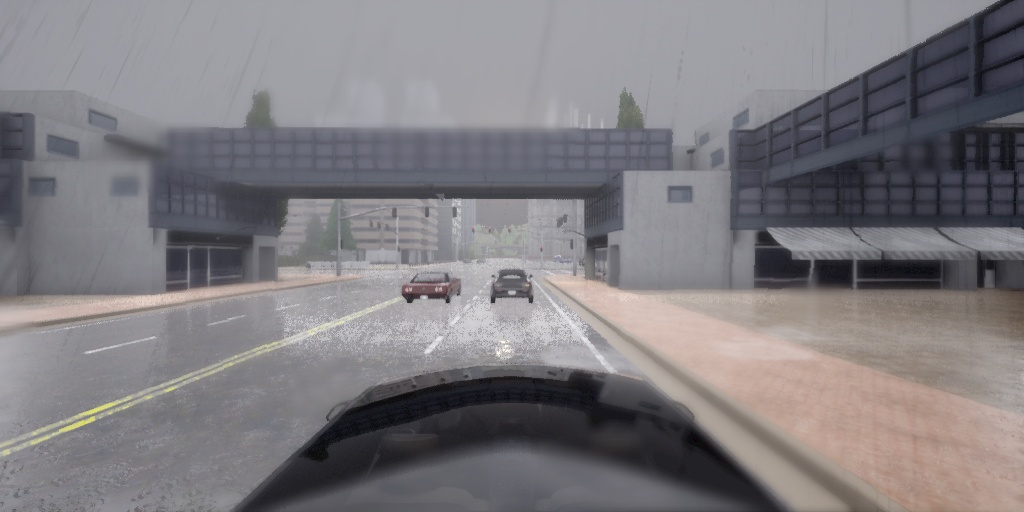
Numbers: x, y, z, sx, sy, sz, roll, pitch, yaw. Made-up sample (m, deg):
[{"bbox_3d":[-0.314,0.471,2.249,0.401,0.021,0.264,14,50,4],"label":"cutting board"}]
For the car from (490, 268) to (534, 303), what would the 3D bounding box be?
[{"bbox_3d":[0.000,1.282,16.500,1.812,1.442,4.674,0,0,0],"label":"car"}]

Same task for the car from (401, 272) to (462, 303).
[{"bbox_3d":[-3.500,1.365,16.530,1.895,1.301,4.718,0,0,0],"label":"car"}]
